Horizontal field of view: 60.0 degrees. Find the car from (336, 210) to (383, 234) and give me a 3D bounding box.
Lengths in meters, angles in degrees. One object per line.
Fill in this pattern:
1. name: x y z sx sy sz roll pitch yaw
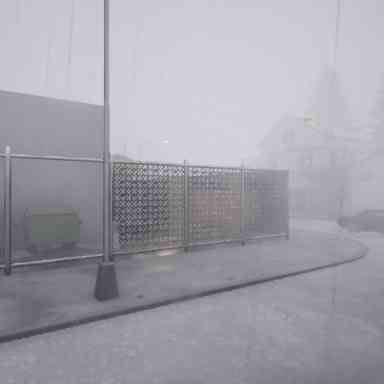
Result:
1. car: 10.232 1.601 17.315 1.895 1.301 4.718 0 0 -41
